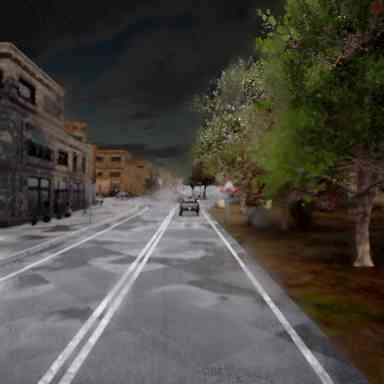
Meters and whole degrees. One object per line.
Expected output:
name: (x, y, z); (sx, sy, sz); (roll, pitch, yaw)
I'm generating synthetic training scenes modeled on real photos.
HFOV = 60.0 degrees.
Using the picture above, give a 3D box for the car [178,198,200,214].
car: (-0.294, 1.346, 32.307); (2.128, 1.511, 4.902); (0, -2, -2)

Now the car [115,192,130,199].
car: (-14.953, 0.718, 71.498); (1.837, 1.490, 4.892); (0, 1, 12)
